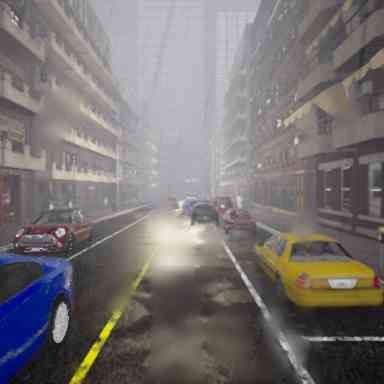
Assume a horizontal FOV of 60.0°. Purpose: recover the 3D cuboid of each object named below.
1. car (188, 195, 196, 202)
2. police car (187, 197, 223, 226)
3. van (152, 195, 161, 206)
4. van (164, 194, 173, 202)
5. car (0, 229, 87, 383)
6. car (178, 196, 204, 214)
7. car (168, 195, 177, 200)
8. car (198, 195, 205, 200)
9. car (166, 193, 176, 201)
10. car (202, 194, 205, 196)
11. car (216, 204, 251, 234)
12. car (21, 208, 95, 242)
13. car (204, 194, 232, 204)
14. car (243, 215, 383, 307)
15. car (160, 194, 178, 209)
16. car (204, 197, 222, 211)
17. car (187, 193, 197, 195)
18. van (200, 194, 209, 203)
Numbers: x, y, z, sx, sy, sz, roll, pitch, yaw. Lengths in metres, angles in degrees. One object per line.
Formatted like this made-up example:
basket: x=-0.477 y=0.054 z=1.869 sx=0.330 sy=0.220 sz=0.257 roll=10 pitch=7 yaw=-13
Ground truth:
car: x=0.019 y=1.332 z=73.860 sx=1.812 sy=1.442 sz=4.674 roll=0 pitch=0 yaw=0
police car: x=0.831 y=1.413 z=23.247 sx=1.930 sy=1.638 sz=5.238 roll=0 pitch=0 yaw=0
van: x=-5.313 y=1.310 z=52.171 sx=1.690 sy=1.788 sz=3.998 roll=-1 pitch=0 yaw=0
van: x=-5.307 y=1.292 z=74.366 sx=1.690 sy=1.788 sz=3.998 roll=-1 pitch=0 yaw=0
car: x=-2.849 y=1.476 z=3.420 sx=1.882 sy=1.535 sz=5.008 roll=0 pitch=0 yaw=0
car: x=0.233 y=1.459 z=32.935 sx=1.882 sy=1.535 sz=5.008 roll=0 pitch=0 yaw=-11
car: x=-5.300 y=1.502 z=91.015 sx=1.947 sy=1.339 sz=4.313 roll=-1 pitch=0 yaw=0
car: x=2.580 y=1.481 z=91.031 sx=1.887 sy=1.381 sz=4.507 roll=-1 pitch=0 yaw=0
car: x=-5.305 y=1.256 z=85.465 sx=2.192 sy=1.841 sz=5.009 roll=-1 pitch=0 yaw=0
car: x=2.563 y=1.295 z=35.541 sx=2.192 sy=1.841 sz=5.009 roll=-1 pitch=0 yaw=0
car: x=2.562 y=1.572 z=18.894 sx=1.802 sy=1.307 sz=4.206 roll=-1 pitch=0 yaw=0
car: x=-5.322 y=1.433 z=13.326 sx=1.967 sy=1.590 sz=4.097 roll=-1 pitch=0 yaw=0
car: x=2.561 y=1.298 z=29.992 sx=2.192 sy=1.841 sz=5.009 roll=-1 pitch=0 yaw=0
car: x=2.558 y=1.521 z=7.966 sx=1.752 sy=1.417 sz=4.829 roll=-1 pitch=0 yaw=0
car: x=-2.824 y=1.450 z=45.307 sx=1.882 sy=1.535 sz=5.008 roll=0 pitch=0 yaw=0
car: x=2.566 y=1.416 z=41.090 sx=1.967 sy=1.590 sz=4.097 roll=-1 pitch=0 yaw=0
car: x=0.015 y=1.186 z=57.674 sx=2.150 sy=2.045 sz=5.566 roll=0 pitch=0 yaw=0
van: x=2.572 y=1.297 z=68.835 sx=1.690 sy=1.788 sz=3.998 roll=-1 pitch=0 yaw=0
